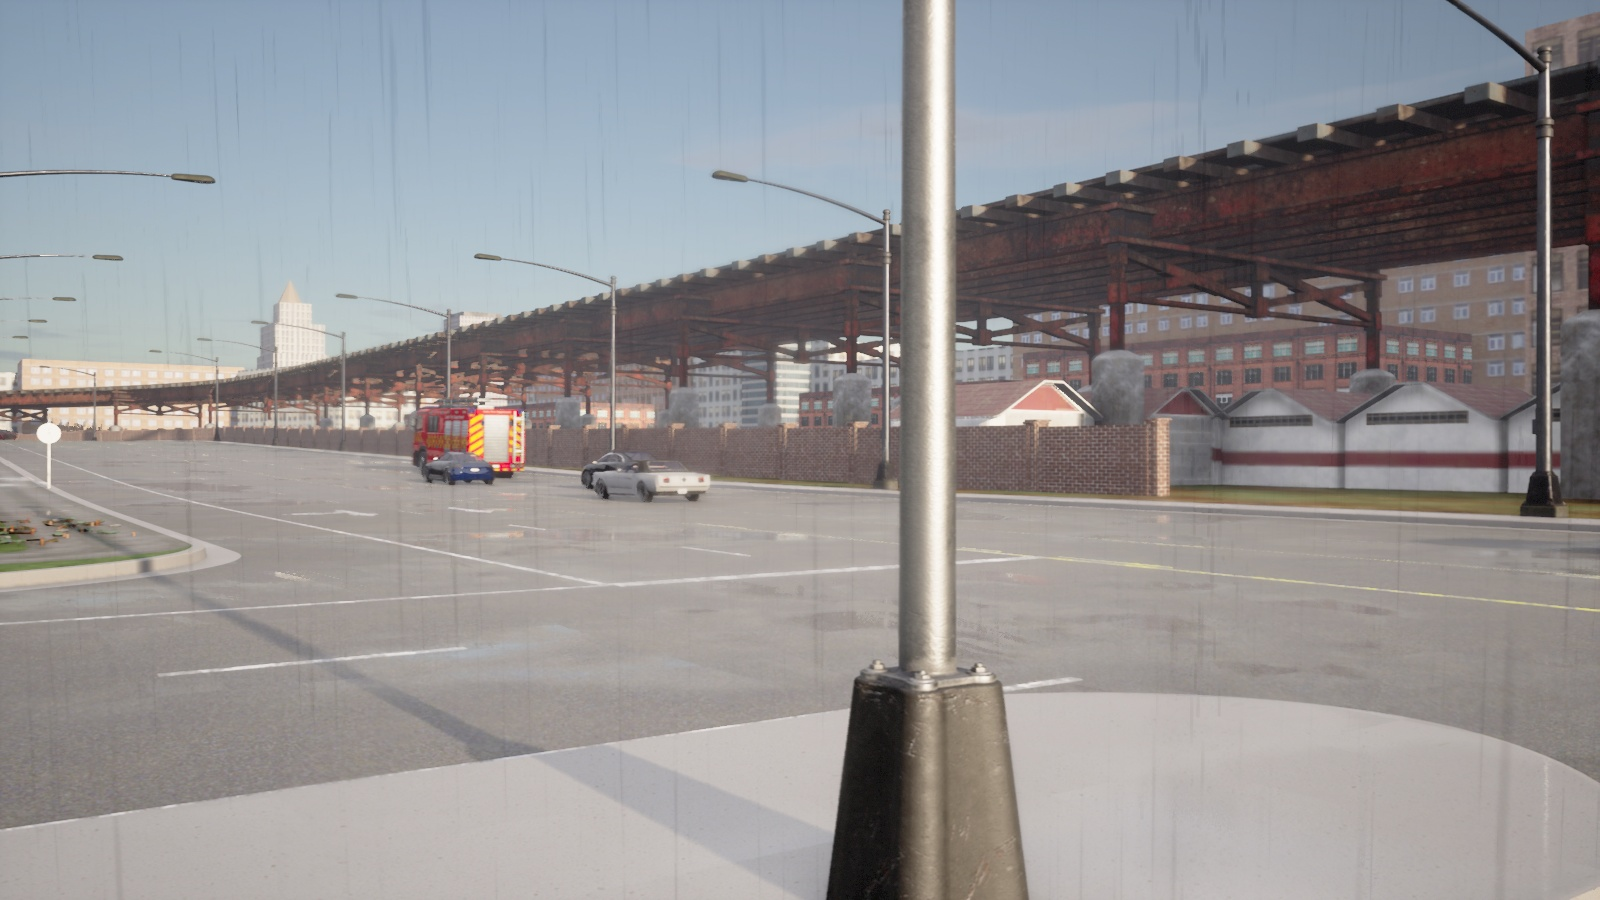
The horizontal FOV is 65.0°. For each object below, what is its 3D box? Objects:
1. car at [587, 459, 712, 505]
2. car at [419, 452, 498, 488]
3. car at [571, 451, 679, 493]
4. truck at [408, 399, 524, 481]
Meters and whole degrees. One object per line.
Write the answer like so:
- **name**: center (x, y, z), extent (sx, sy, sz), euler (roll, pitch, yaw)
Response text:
- **car**: center (-4.799, 0.962, 39.446), extent (1.895, 1.301, 4.718), euler (0, 0, -35)
- **car**: center (-14.654, 0.825, 53.713), extent (1.994, 1.385, 4.181), euler (0, 1, -35)
- **car**: center (-6.831, 0.797, 48.547), extent (2.128, 1.511, 4.902), euler (0, 0, -35)
- **truck**: center (-16.927, -0.544, 63.163), extent (2.891, 3.827, 8.468), euler (0, 1, -35)
